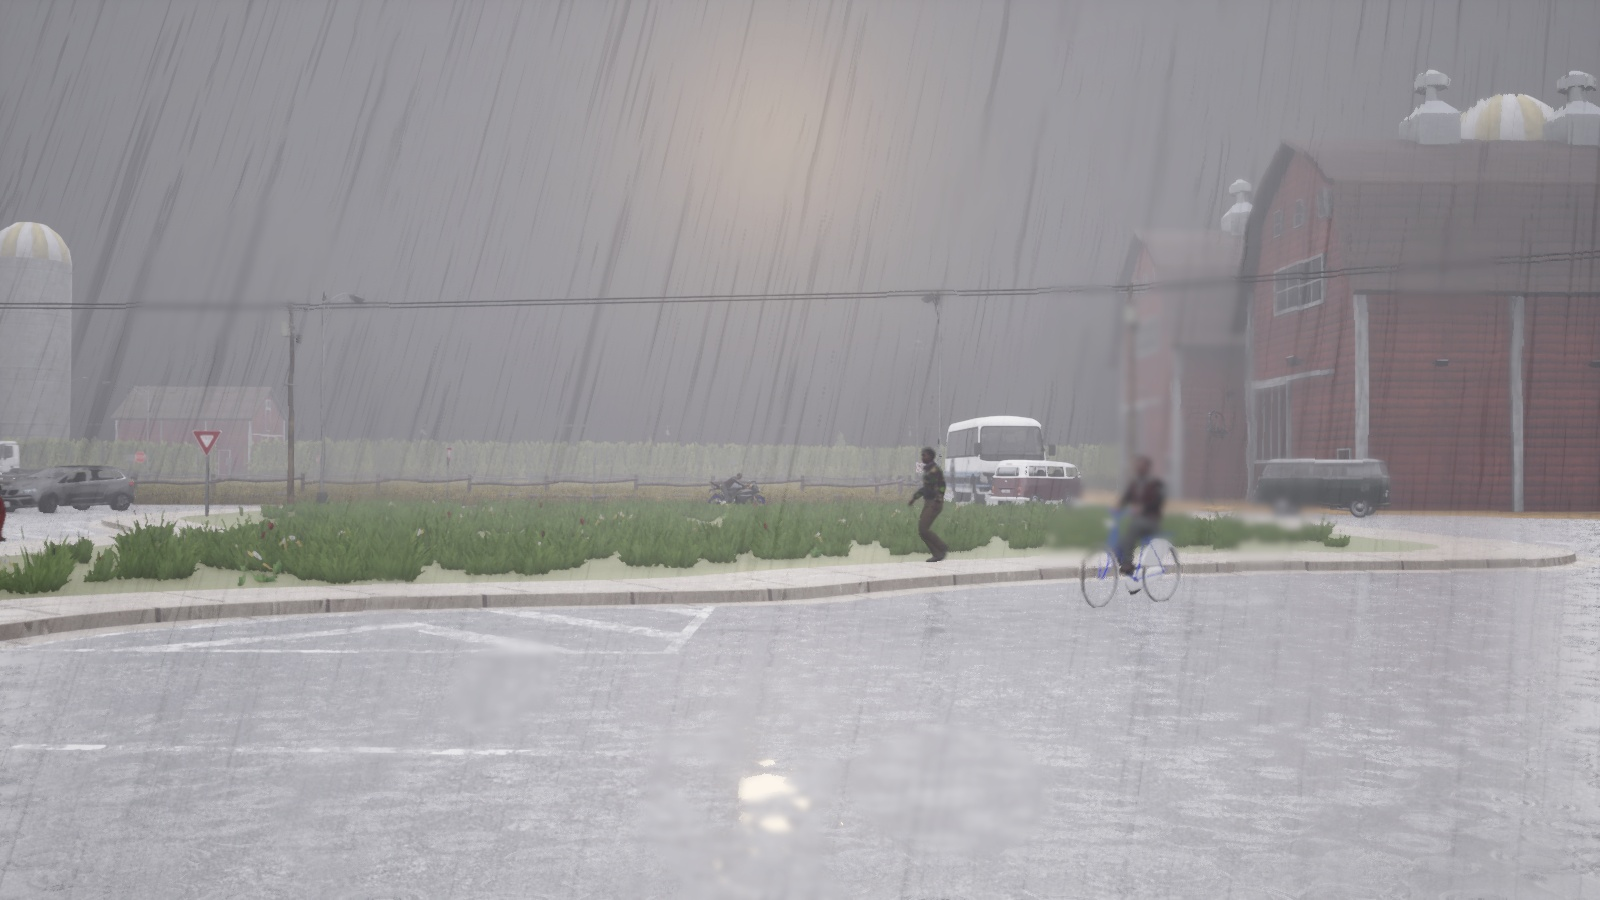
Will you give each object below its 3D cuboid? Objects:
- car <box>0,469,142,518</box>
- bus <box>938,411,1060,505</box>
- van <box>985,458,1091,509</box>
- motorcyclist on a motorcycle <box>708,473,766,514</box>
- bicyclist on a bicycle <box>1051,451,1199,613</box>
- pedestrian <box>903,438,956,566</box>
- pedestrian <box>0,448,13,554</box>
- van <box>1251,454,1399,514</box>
[{"bbox_3d":[-26.194,1.512,44.697,2.242,1.667,4.611,-1,-1,19],"label":"car"},{"bbox_3d":[9.646,0.444,62.323,3.944,4.253,10.273,0,-1,-3],"label":"bus"},{"bbox_3d":[9.931,1.369,52.320,4.480,2.038,2.069,1,-2,-43],"label":"van"},{"bbox_3d":[-2.398,1.665,48.068,2.191,1.530,0.866,0,-1,0],"label":"motorcyclist on a motorcycle"},{"bbox_3d":[3.809,0.915,14.649,1.843,1.776,0.659,1,0,-38],"label":"bicyclist on a bicycle"},{"bbox_3d":[1.989,0.784,19.246,0.692,1.930,0.395,0,-1,-19],"label":"pedestrian"},{"bbox_3d":[-14.236,0.897,22.093,0.353,1.847,0.614,0,-1,7],"label":"pedestrian"},{"bbox_3d":[18.207,1.166,43.604,4.442,1.987,1.775,-1,-1,34],"label":"van"}]
